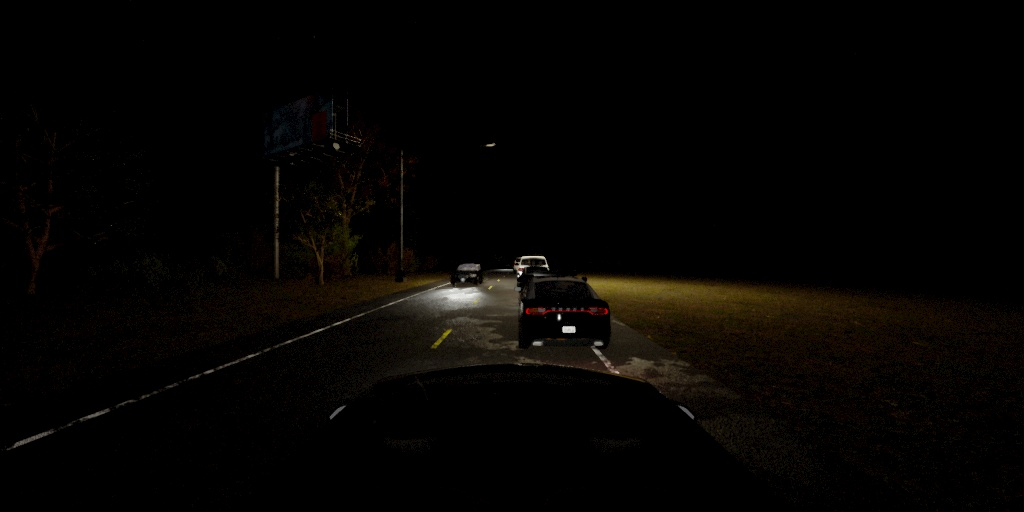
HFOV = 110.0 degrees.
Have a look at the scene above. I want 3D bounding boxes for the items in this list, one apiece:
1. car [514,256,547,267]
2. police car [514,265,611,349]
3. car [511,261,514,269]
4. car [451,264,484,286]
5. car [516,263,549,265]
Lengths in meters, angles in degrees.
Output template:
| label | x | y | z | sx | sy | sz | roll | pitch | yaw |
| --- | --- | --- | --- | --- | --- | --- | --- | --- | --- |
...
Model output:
| label | x | y | z | sx | sy | sz | roll | pitch | yaw |
| --- | --- | --- | --- | --- | --- | --- | --- | --- | --- |
| car | 1.445 | 1.044 | 25.181 | 2.150 | 2.045 | 5.566 | 0 | 0 | 2 |
| police car | 1.100 | 1.184 | 9.316 | 1.930 | 1.638 | 5.238 | 0 | 0 | 1 |
| car | 1.393 | 1.203 | 46.526 | 2.150 | 2.045 | 5.566 | 0 | 0 | 4 |
| car | -3.157 | 1.317 | 26.083 | 2.128 | 1.511 | 4.902 | 0 | 0 | 2 |
| car | 1.276 | 1.296 | 19.172 | 1.837 | 1.490 | 4.892 | 0 | 0 | 1 |
